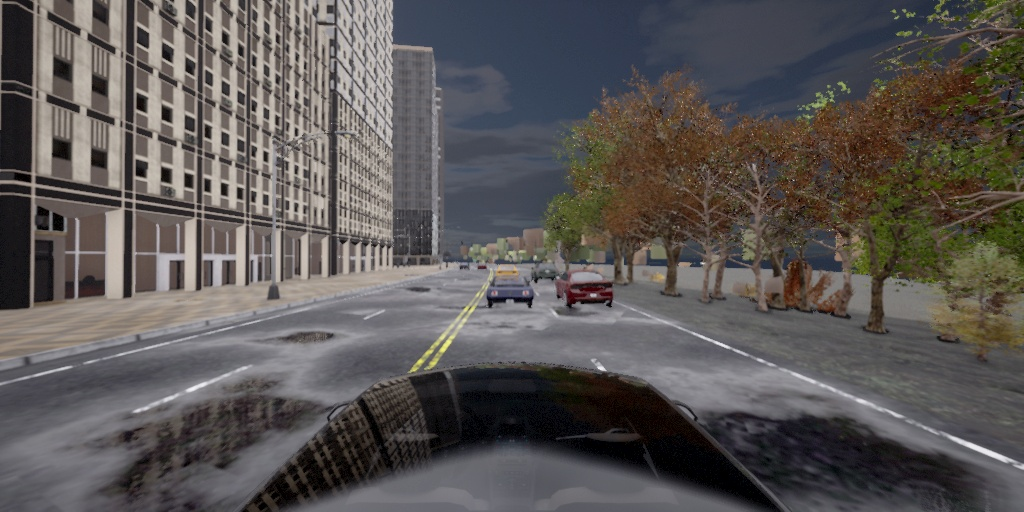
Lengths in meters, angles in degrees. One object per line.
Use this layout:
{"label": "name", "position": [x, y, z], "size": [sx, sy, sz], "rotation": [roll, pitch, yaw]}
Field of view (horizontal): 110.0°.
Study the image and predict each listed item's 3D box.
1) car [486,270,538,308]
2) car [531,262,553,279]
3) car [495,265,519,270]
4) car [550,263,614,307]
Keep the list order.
{"label": "car", "position": [-0.097, 1.485, 16.011], "size": [1.895, 1.301, 4.718], "rotation": [0, 0, -1]}
{"label": "car", "position": [2.797, 1.342, 31.092], "size": [2.097, 1.767, 4.553], "rotation": [-1, -2, -2]}
{"label": "car", "position": [-0.446, 1.507, 31.408], "size": [1.882, 1.535, 5.008], "rotation": [0, 0, -2]}
{"label": "car", "position": [3.140, 1.327, 16.417], "size": [1.882, 1.535, 5.008], "rotation": [-3, 1, 0]}
